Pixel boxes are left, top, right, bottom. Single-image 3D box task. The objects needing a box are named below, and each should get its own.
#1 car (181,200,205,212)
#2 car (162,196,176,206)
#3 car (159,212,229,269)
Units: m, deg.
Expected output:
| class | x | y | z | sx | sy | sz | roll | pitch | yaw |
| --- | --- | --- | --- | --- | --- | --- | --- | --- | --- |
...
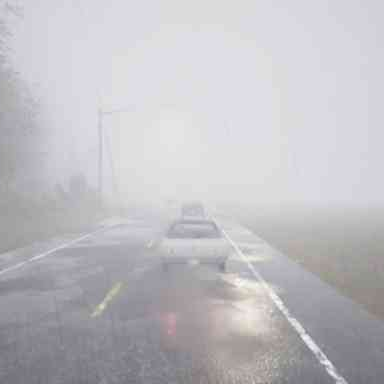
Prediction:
| class | x | y | z | sx | sy | sz | roll | pitch | yaw |
| --- | --- | --- | --- | --- | --- | --- | --- | --- | --- |
| car | 0.080 | 1.389 | 28.965 | 1.882 | 1.535 | 5.008 | 0 | 0 | 0 |
| car | -3.561 | 1.348 | 52.198 | 1.837 | 1.490 | 4.892 | 0 | 0 | 0 |
| car | 0.064 | 1.567 | 11.009 | 1.895 | 1.301 | 4.718 | 0 | 0 | 0 |
